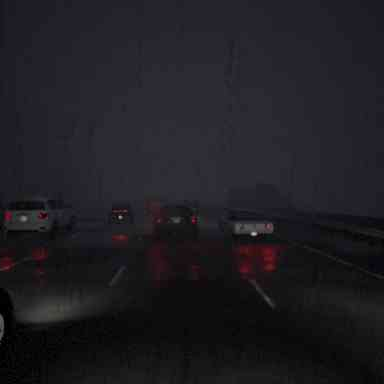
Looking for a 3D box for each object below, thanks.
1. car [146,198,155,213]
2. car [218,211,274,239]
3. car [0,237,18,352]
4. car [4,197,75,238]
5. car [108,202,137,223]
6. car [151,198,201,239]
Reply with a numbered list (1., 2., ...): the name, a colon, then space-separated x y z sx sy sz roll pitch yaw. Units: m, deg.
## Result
1. car: -4.025 1.445 37.897 2.097 1.767 4.553 0 0 -12
2. car: 2.632 1.638 17.495 1.895 1.301 4.718 0 0 -6
3. car: -3.528 1.517 2.991 1.837 1.490 4.892 0 0 -1
4. car: -7.953 1.276 17.855 2.150 2.045 5.566 0 0 -6
5. car: -5.527 1.574 26.413 1.837 1.490 4.892 0 0 -8
6. car: -0.934 1.394 17.732 2.097 1.767 4.553 0 0 -5
